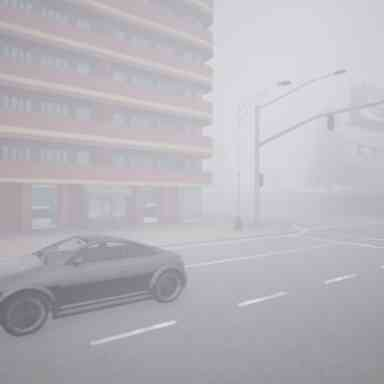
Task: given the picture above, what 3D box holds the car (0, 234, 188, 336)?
[{"bbox_3d":[-2.143,1.582,6.720,4.181,1.385,1.994,0,0,-35],"label":"car"}]
